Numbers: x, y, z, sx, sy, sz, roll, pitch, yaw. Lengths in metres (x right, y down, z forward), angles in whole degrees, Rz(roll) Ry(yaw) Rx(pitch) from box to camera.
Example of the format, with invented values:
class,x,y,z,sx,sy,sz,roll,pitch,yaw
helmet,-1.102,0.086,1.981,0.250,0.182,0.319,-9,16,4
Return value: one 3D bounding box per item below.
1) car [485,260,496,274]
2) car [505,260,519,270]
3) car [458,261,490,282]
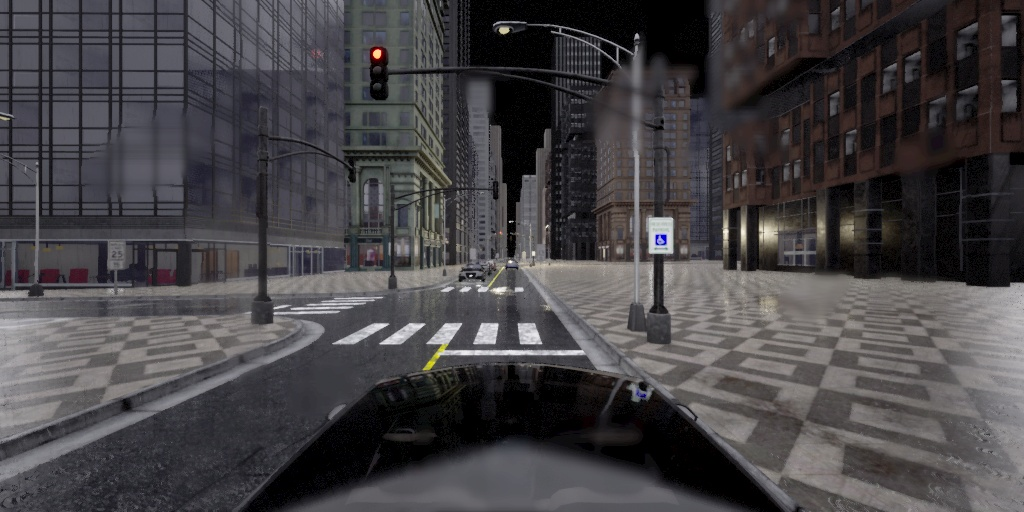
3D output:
class,x,y,z,sx,sy,sz,roll,pitch,yaw
car,-3.105,1.244,37.952,2.128,1.511,4.902,0,0,0
car,-0.015,1.325,53.394,1.994,1.385,4.181,0,0,0
car,-3.111,1.314,28.981,1.994,1.385,4.181,0,0,0
